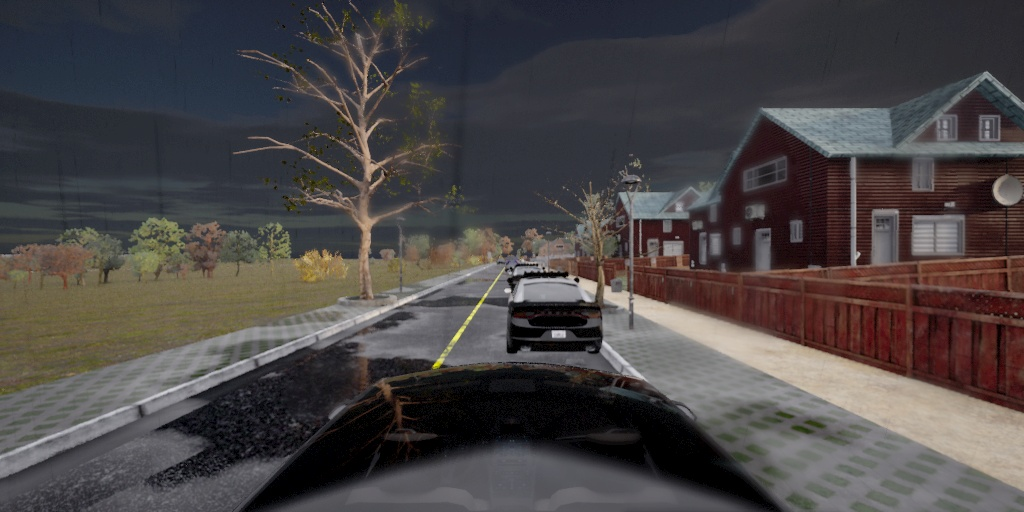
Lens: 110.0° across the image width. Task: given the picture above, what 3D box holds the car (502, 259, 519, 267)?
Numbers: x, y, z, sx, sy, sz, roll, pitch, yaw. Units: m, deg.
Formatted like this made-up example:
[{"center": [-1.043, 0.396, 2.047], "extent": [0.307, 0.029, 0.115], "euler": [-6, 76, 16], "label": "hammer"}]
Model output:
[{"center": [0.084, 1.414, 47.220], "extent": [1.994, 1.385, 4.181], "euler": [0, 0, 0], "label": "car"}]

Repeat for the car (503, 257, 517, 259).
[{"center": [0.061, 1.114, 61.984], "extent": [2.150, 2.045, 5.566], "euler": [0, 0, 0], "label": "car"}]

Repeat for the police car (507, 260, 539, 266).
[{"center": [0.842, 1.209, 18.947], "extent": [1.930, 1.638, 5.238], "euler": [0, 0, 0], "label": "police car"}]

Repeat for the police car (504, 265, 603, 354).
[{"center": [0.832, 1.189, 8.946], "extent": [1.930, 1.638, 5.238], "euler": [0, 0, 0], "label": "police car"}]
